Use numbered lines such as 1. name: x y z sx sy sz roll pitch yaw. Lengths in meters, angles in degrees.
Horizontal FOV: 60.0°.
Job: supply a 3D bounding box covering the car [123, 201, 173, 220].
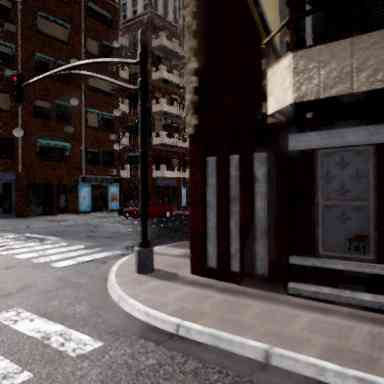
1. car: -3.372 1.399 26.059 1.887 1.381 4.507 0 0 36
